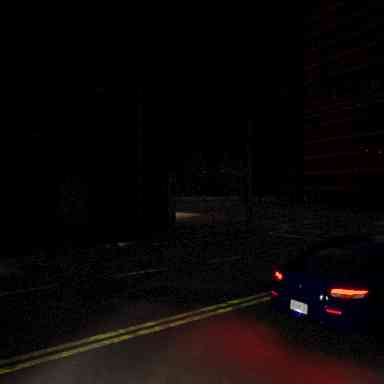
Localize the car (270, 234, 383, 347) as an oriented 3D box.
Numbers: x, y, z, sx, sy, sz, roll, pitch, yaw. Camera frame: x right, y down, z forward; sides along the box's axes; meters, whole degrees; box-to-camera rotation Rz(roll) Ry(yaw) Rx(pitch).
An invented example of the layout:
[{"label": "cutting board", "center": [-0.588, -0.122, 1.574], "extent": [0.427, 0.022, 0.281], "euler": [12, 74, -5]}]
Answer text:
[{"label": "car", "center": [3.453, 1.526, 6.234], "extent": [4.674, 1.442, 1.812], "euler": [0, 0, -35]}]
